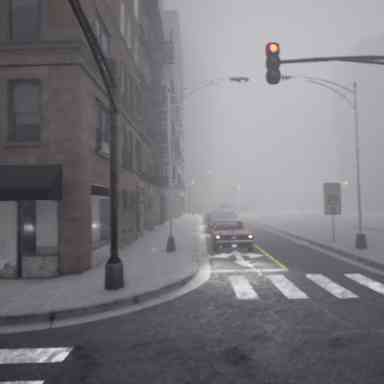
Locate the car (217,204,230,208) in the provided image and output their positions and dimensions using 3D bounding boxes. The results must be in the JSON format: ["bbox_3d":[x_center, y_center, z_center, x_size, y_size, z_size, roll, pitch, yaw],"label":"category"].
[{"bbox_3d":[5.525,3.058,56.667,2.150,2.045,5.566,-1,-2,1],"label":"car"}]

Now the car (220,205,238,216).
[{"bbox_3d":[5.329,3.018,46.717,1.812,1.442,4.674,-1,-2,1],"label":"car"}]

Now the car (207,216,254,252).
[{"bbox_3d":[1.928,2.135,16.867,1.895,1.301,4.718,-1,-2,1],"label":"car"}]

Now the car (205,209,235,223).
[{"bbox_3d":[2.186,2.404,27.170,1.812,1.442,4.674,-1,-2,2],"label":"car"}]
